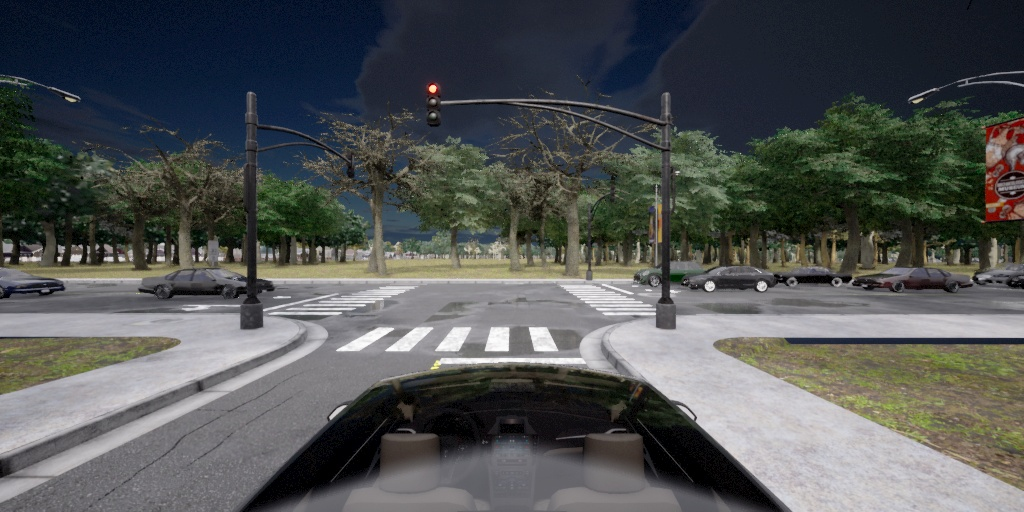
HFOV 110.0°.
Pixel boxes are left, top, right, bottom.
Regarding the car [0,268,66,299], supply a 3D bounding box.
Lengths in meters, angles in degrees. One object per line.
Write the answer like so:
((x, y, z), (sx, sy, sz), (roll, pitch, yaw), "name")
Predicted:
((-24.898, 1.273, 17.095), (5.357, 1.411, 2.033), (0, 0, 0), "car")

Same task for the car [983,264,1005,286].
((33.711, 1.284, 23.813), (4.902, 1.511, 2.128), (0, 0, 0), "car")

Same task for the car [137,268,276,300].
((-14.451, 1.282, 17.100), (5.357, 1.411, 2.033), (0, 0, 0), "car")

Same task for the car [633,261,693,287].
((10.478, 1.109, 23.813), (4.553, 1.767, 2.097), (0, 0, 0), "car")

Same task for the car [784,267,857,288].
((19.462, 1.371, 23.820), (4.718, 1.301, 1.895), (0, 0, 0), "car")

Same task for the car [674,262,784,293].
((12.326, 1.269, 20.565), (4.892, 1.490, 1.837), (0, 0, 0), "car")

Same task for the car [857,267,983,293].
((22.892, 1.327, 20.572), (5.357, 1.411, 2.033), (0, 0, 0), "car")

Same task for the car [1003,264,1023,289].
((32.403, 1.342, 20.564), (5.357, 1.411, 2.033), (0, 0, 0), "car")
